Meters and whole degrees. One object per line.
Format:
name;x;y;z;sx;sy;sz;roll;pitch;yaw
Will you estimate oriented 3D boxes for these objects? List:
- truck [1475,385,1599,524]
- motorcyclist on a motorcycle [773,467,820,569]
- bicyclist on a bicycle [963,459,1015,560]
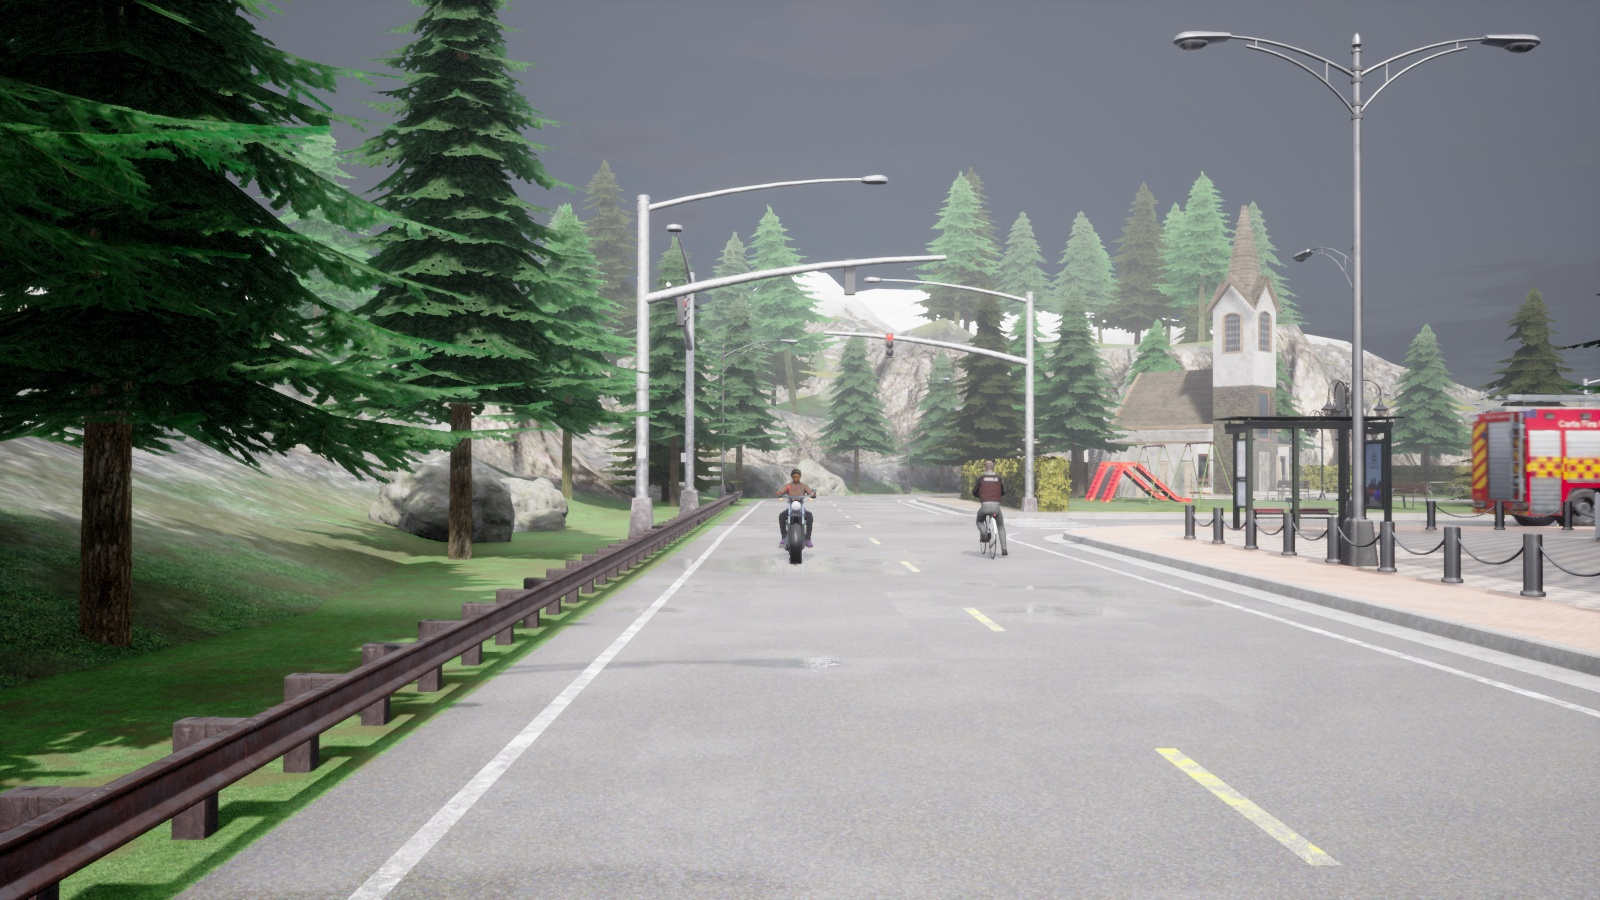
truck;24.461;0.142;36.140;8.468;3.827;2.891;0;-1;-1
motorcyclist on a motorcycle;-0.059;1.129;21.715;0.766;1.649;2.350;0;-1;0
bicyclist on a bicycle;3.438;1.056;22.946;0.659;1.776;1.843;0;-1;0
